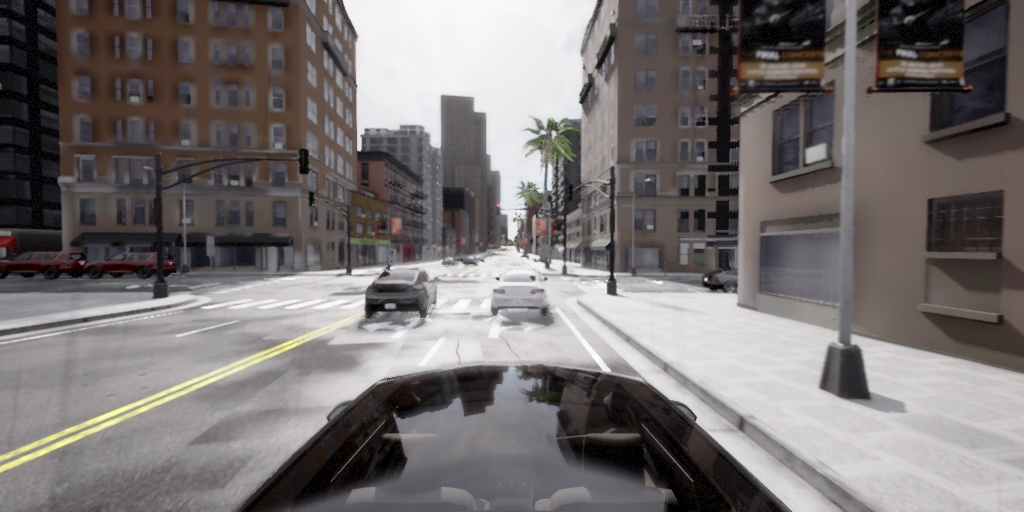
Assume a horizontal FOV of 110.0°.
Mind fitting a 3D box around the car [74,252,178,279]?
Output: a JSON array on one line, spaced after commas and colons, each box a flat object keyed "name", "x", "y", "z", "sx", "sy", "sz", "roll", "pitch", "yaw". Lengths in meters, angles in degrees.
[{"name": "car", "x": -27.128, "y": 0.648, "z": 25.677, "sx": 5.009, "sy": 1.841, "sz": 2.192, "roll": 0, "pitch": 0, "yaw": -9}]

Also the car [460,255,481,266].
[{"name": "car", "x": -6.518, "y": 0.905, "z": 56.499, "sx": 1.895, "sy": 1.301, "sz": 4.718, "roll": 0, "pitch": 0, "yaw": 1}]

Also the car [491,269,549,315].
[{"name": "car", "x": 0.341, "y": 1.185, "z": 12.950, "sx": 1.812, "sy": 1.442, "sz": 4.674, "roll": 0, "pitch": 0, "yaw": 4}]

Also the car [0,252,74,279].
[{"name": "car", "x": -32.575, "y": 0.613, "z": 24.858, "sx": 5.009, "sy": 1.841, "sz": 2.192, "roll": 0, "pitch": 0, "yaw": -9}]

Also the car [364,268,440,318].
[{"name": "car", "x": -3.718, "y": 1.167, "z": 12.608, "sx": 1.837, "sy": 1.490, "sz": 4.892, "roll": 0, "pitch": 0, "yaw": -6}]

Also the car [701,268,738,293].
[{"name": "car", "x": 12.971, "y": 1.368, "z": 20.158, "sx": 4.313, "sy": 1.339, "sz": 1.948, "roll": 0, "pitch": 0, "yaw": 0}]

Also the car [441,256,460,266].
[{"name": "car", "x": -9.762, "y": 0.851, "z": 56.578, "sx": 2.033, "sy": 1.411, "sz": 5.357, "roll": 0, "pitch": 1, "yaw": 1}]
